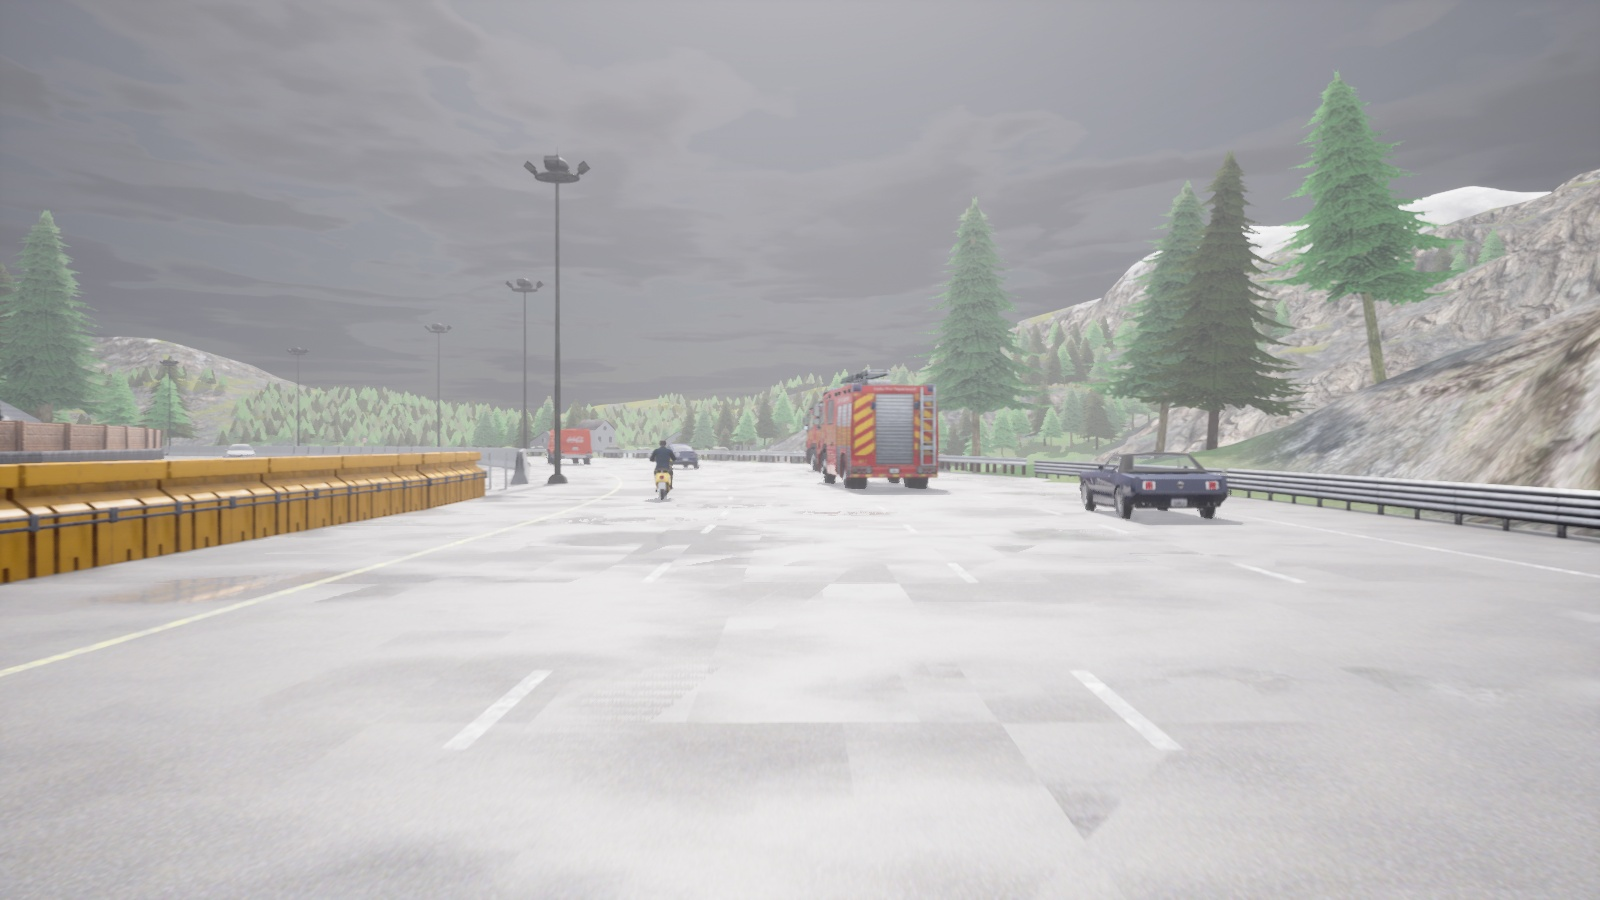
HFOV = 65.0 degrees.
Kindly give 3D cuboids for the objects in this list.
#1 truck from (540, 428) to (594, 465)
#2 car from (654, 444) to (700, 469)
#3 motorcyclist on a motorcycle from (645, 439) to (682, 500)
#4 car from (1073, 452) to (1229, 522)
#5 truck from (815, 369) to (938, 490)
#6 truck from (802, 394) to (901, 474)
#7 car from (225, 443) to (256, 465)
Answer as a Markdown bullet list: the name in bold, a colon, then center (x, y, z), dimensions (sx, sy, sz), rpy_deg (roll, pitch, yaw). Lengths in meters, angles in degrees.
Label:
- **truck**: center (-16.477, -0.252, 88.532), dimensions (2.627, 2.467, 5.204), rpy_deg (0, 0, -23)
- **car**: center (-7.223, 0.353, 73.295), dimensions (1.812, 1.442, 4.674), rpy_deg (0, 0, -17)
- **motorcyclist on a motorcycle**: center (-3.642, 0.507, 33.614), dimensions (0.866, 1.590, 1.817), rpy_deg (-1, 0, -3)
- **car**: center (7.153, 0.705, 26.109), dimensions (1.895, 1.301, 4.718), rpy_deg (0, 0, -1)
- **truck**: center (2.489, -0.665, 44.082), dimensions (2.891, 3.827, 8.468), rpy_deg (0, 0, -6)
- **truck**: center (2.487, -0.778, 64.234), dimensions (2.891, 3.827, 8.468), rpy_deg (0, 0, -13)
- **car**: center (-38.167, 0.259, 85.576), dimensions (1.812, 1.442, 4.674), rpy_deg (0, 0, -25)
